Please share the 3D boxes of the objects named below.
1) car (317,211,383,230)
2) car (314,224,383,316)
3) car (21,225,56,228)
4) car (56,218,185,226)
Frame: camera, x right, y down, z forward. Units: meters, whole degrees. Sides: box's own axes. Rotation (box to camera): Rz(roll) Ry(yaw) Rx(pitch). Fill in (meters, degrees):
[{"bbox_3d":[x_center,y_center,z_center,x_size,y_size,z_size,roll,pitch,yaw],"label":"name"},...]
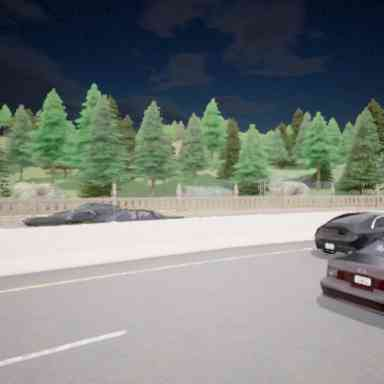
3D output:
[{"bbox_3d":[6.401,1.428,11.460,4.892,1.490,1.837,0,0,-28],"label":"car"},{"bbox_3d":[5.000,1.501,6.762,5.357,1.411,2.033,0,0,-30],"label":"car"},{"bbox_3d":[-5.937,1.499,16.655,4.718,1.301,1.895,0,0,-32],"label":"car"},{"bbox_3d":[-2.789,1.457,14.542,5.357,1.411,2.033,0,0,-32],"label":"car"}]
